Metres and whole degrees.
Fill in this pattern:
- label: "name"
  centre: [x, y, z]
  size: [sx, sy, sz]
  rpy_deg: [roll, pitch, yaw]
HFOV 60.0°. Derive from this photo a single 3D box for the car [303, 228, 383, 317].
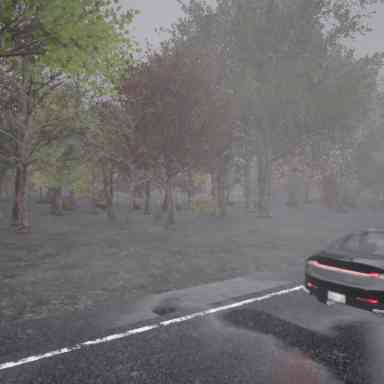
- label: "car"
  centre: [4.324, 1.494, 6.821]
  size: [4.902, 1.511, 2.128]
  rpy_deg: [0, 0, -35]
